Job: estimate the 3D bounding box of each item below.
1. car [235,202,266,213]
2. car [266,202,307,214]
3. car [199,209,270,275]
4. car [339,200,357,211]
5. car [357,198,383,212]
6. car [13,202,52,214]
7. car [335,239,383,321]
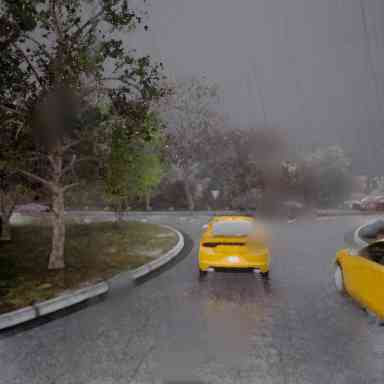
[{"bbox_3d":[7.666,1.949,41.320,4.718,1.301,1.895,1,-1,-25],"label":"car"},{"bbox_3d":[11.566,1.902,39.615,4.674,1.442,1.812,1,-1,-26],"label":"car"},{"bbox_3d":[1.337,1.523,10.694,1.882,1.535,5.008,0,0,7],"label":"car"},{"bbox_3d":[24.625,2.054,51.658,4.553,1.767,2.097,1,-1,-44],"label":"car"},{"bbox_3d":[26.970,1.909,49.318,5.566,2.045,2.150,1,-1,-44],"label":"car"},{"bbox_3d":[-18.203,1.790,37.911,4.181,1.385,1.994,0,0,10],"label":"car"},{"bbox_3d":[3.970,1.491,5.658,1.882,1.535,5.008,0,-1,7],"label":"car"}]
